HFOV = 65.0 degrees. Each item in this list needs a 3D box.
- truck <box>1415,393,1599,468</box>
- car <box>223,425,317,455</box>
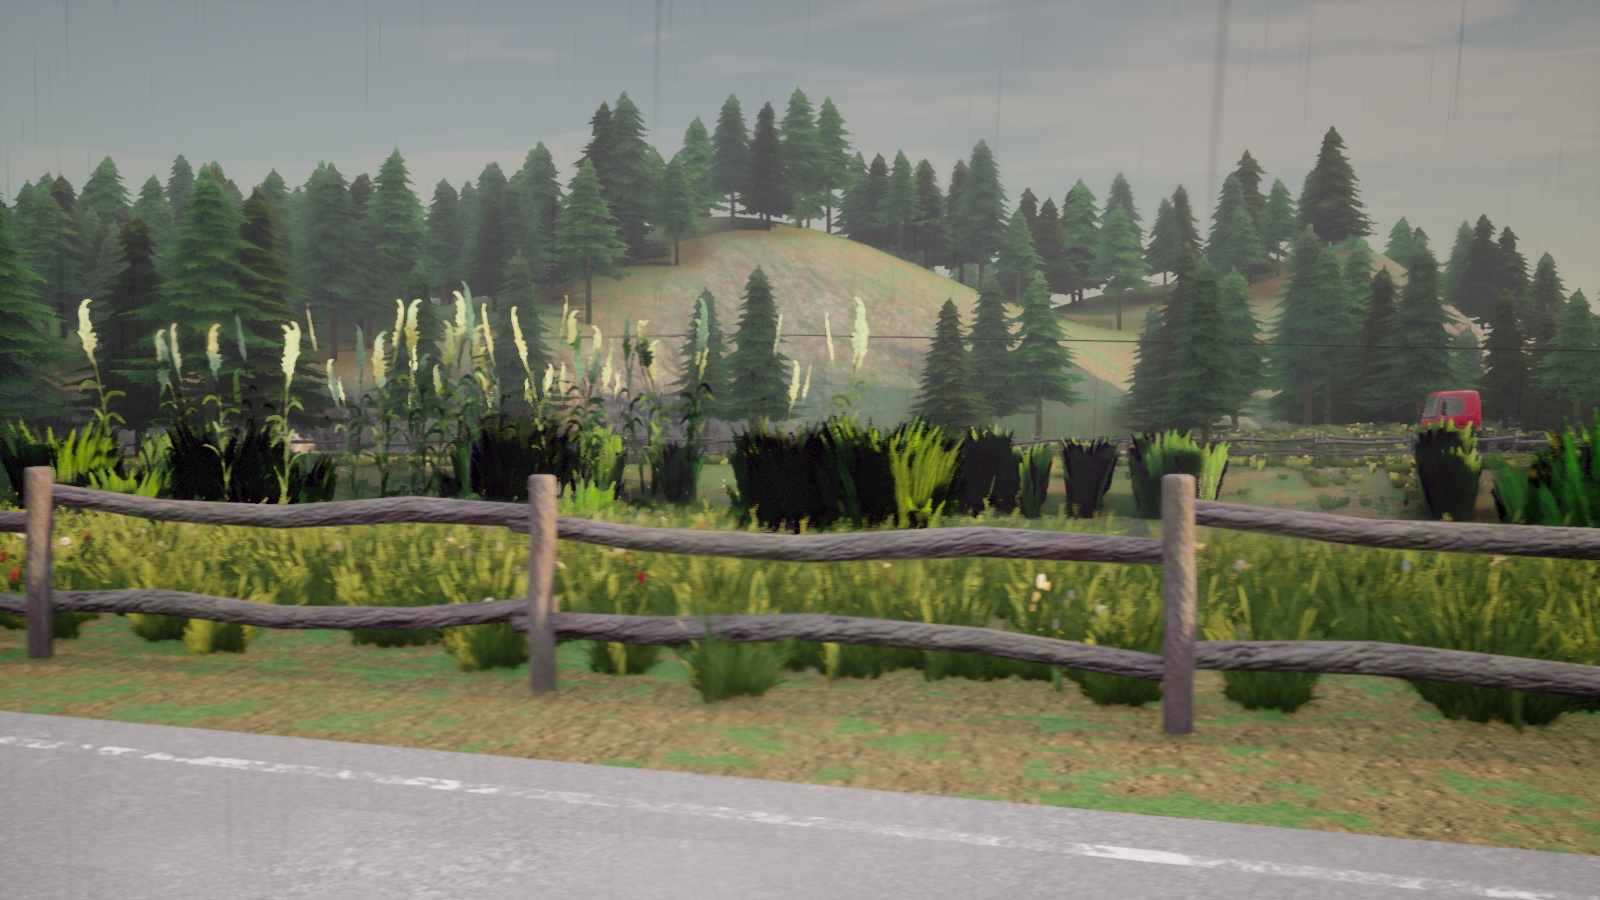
[{"bbox_3d":[34.039,-0.955,60.078,7.936,3.462,2.891,1,1,17],"label":"truck"},{"bbox_3d":[-31.029,-0.590,73.585,4.611,1.667,2.242,0,1,7],"label":"car"}]
